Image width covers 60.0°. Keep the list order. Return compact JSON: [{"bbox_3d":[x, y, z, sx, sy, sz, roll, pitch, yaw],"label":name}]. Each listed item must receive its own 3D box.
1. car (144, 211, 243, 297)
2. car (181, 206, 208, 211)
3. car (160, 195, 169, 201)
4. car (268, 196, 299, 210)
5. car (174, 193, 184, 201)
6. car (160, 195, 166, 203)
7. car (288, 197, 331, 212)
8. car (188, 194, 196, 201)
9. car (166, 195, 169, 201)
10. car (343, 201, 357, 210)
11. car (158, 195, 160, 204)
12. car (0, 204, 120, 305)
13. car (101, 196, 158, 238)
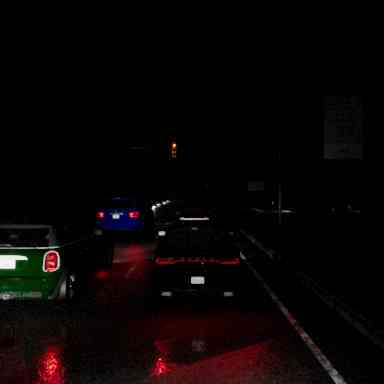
[{"bbox_3d":[0.109,1.477,8.608,1.882,1.535,5.008,0,0,0],"label":"car"},{"bbox_3d":[0.119,1.491,18.108,2.128,1.511,4.902,0,0,0],"label":"car"},{"bbox_3d":[-6.913,1.455,85.372,1.882,1.535,5.008,0,0,0],"label":"car"},{"bbox_3d":[11.989,1.350,41.936,4.553,1.767,2.097,0,0,3],"label":"car"},{"bbox_3d":[-3.412,1.215,85.608,2.150,2.045,5.566,0,0,0],"label":"car"},{"bbox_3d":[-6.964,1.544,65.538,2.033,1.411,5.357,0,0,1],"label":"car"},{"bbox_3d":[13.746,1.562,38.327,4.181,1.385,1.994,0,0,3],"label":"car"},{"bbox_3d":[0.088,1.345,85.927,2.097,1.767,4.553,0,0,0],"label":"car"},{"bbox_3d":[-6.923,1.475,75.347,1.882,1.535,5.008,0,0,0],"label":"car"},{"bbox_3d":[20.570,1.561,41.446,4.181,1.385,1.994,0,0,3],"label":"car"},{"bbox_3d":[-7.029,1.502,55.758,1.837,1.490,4.892,0,0,0],"label":"car"},{"bbox_3d":[-3.392,1.352,8.234,2.097,1.767,4.553,0,0,0],"label":"car"},{"bbox_3d":[-3.402,1.221,17.852,2.150,2.045,5.566,0,0,1],"label":"car"}]
